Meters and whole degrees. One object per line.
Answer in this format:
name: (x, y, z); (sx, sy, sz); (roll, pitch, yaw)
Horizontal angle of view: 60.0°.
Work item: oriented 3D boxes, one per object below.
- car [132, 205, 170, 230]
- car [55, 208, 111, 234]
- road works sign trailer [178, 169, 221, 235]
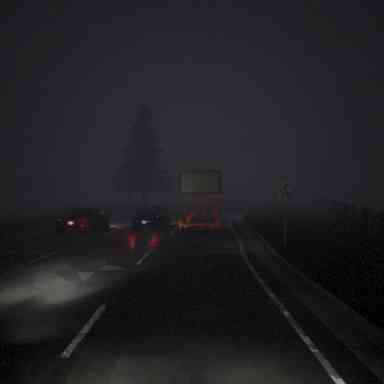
car: (-2.578, 1.568, 21.486); (1.812, 1.442, 4.674); (0, 0, 5)
car: (-6.222, 1.602, 19.413); (1.994, 1.385, 4.181); (0, 0, 4)
road works sign trailer: (0.495, 0.502, 19.277); (2.380, 3.560, 2.880); (0, 0, 5)
